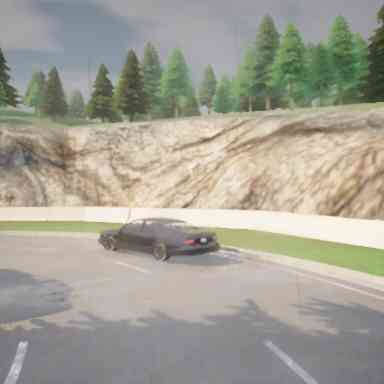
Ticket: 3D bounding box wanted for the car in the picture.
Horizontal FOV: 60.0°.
[{"bbox_3d":[-1.470,1.681,12.781,5.357,1.411,2.033,-1,-1,42],"label":"car"}]
